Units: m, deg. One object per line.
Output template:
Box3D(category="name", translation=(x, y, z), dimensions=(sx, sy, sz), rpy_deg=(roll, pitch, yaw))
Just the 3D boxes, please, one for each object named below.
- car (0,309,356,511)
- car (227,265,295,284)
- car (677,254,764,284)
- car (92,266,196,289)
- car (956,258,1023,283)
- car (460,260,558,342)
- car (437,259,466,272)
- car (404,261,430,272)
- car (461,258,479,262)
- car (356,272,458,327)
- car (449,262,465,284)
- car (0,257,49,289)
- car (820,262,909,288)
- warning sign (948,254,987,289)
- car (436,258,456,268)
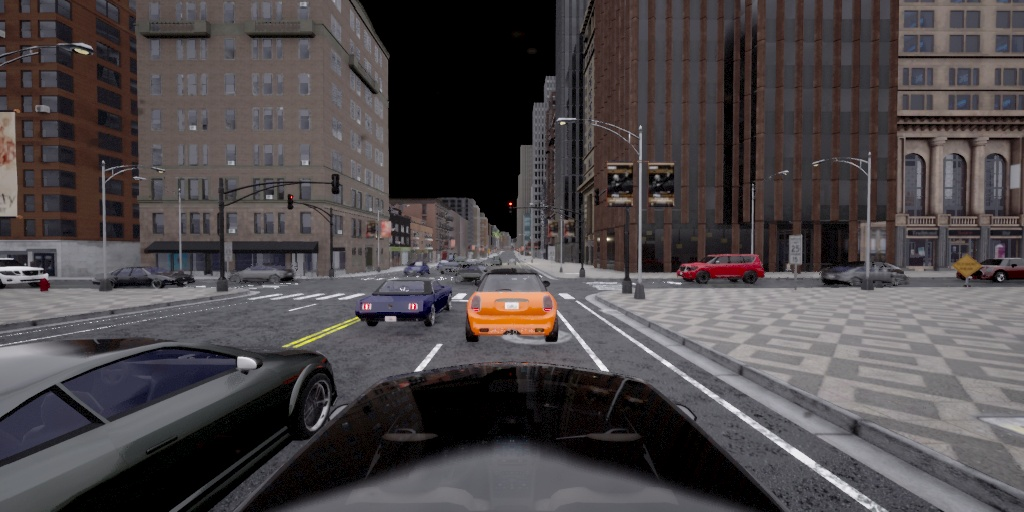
Box3D(category="car", translation=(-3.158, 1.314, 2.742), dimensions=(1.994, 1.385, 4.181), rpy_deg=(0, 0, 1))
Box3D(category="car", translation=(-18.634, 1.338, 26.753), dimensions=(4.181, 1.385, 1.994), rpy_deg=(0, 1, -4))
Box3D(category="car", translation=(14.827, 0.876, 25.589), dimensions=(5.566, 2.045, 2.150), rpy_deg=(0, 1, 0))
Box3D(category="car", translation=(-24.119, 1.396, 23.563), dimensions=(5.357, 1.411, 2.033), rpy_deg=(0, 1, 0))
Box3D(category="car", translation=(35.001, 0.926, 25.667), dimensions=(4.553, 1.767, 2.097), rpy_deg=(0, 1, 0))
Box3D(category="car", translation=(0.006, 1.101, 9.911), dimensions=(2.097, 1.767, 4.553), rpy_deg=(0, 0, 0))
Box3D(category="car", translation=(-6.621, 1.331, 39.522), dimensions=(1.994, 1.385, 4.181), rpy_deg=(0, 0, 0))
Box3D(category="car", translation=(-9.868, 1.292, 37.465), dimensions=(1.812, 1.442, 4.674), rpy_deg=(0, 0, 0))
Box3D(category="car", translation=(-6.625, 1.378, 55.062), dimensions=(1.895, 1.301, 4.718), rpy_deg=(0, 0, 0))
Box3D(category="car", translation=(-3.154, 1.350, 11.561), dimensions=(1.895, 1.301, 4.718), rpy_deg=(0, 0, 0))
Box3D(category="car", translation=(-2.190, 1.319, 25.444), dimensions=(4.181, 1.385, 1.994), rpy_deg=(0, 0, 41))
Box3D(category="car", translation=(-34.311, 1.105, 23.614), dimensions=(5.566, 2.045, 2.150), rpy_deg=(0, 1, 0))
Box3D(category="car", translation=(21.988, 1.244, 22.436), dimensions=(4.181, 1.385, 1.994), rpy_deg=(0, 1, 0))
Box3D(category="warning sign", translation=(25.168, 0.827, 19.830), dimensions=(1.060, 1.860, 1.300), rpy_deg=(0, 0, 0))
Box3D(category="car", translation=(-9.878, 1.302, 53.076), dimensions=(1.812, 1.442, 4.674), rpy_deg=(0, 0, 0))
